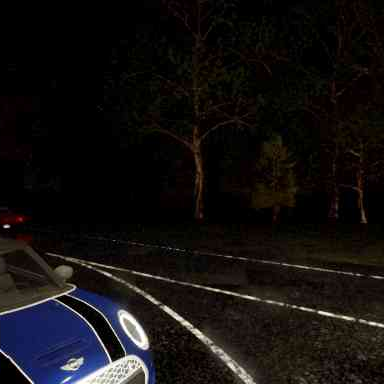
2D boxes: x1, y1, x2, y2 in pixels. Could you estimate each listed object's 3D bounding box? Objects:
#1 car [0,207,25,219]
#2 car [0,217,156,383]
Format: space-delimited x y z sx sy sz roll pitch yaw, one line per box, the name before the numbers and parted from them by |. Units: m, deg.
car | -11.450 1.492 18.752 4.718 1.301 1.895 0 0 37
car | -2.561 1.338 3.713 4.553 1.767 2.097 1 0 36
